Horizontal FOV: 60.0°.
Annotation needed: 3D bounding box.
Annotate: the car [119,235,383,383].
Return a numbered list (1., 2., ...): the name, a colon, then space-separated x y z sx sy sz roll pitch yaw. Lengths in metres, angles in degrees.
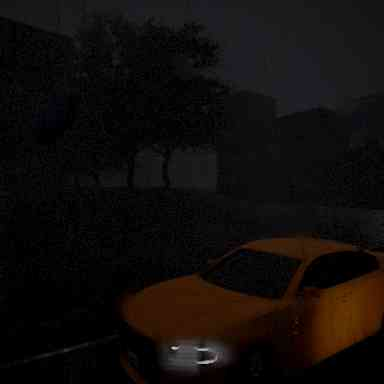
1. car: 1.401 1.481 4.990 5.008 1.535 1.882 0 0 -35
